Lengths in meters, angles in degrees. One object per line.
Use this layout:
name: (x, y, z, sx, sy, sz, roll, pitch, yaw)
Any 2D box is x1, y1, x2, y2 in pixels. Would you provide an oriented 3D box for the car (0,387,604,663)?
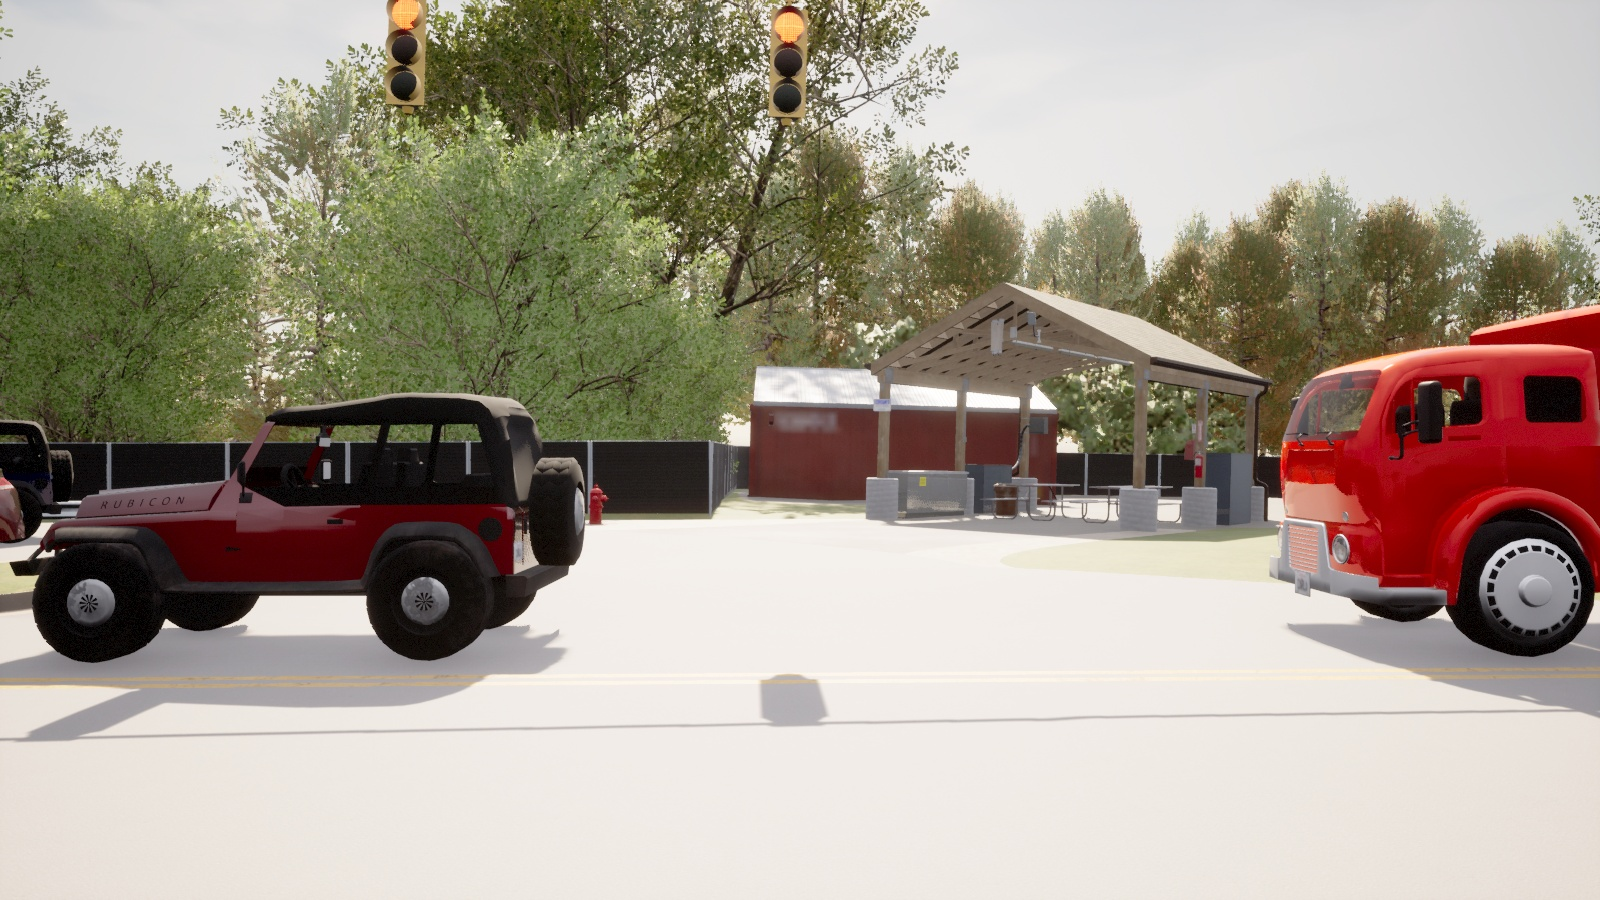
car: (-3.577, 0.518, 9.586, 3.866, 1.878, 1.905, 0, 0, 0)

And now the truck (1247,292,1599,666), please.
truck: (6.484, 0.191, 9.585, 5.204, 2.467, 2.627, 0, 0, 1)

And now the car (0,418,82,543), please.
car: (-13.277, 0.428, 19.139, 3.866, 1.878, 1.905, 1, 1, -36)

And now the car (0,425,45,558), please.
car: (-12.019, 0.471, 14.677, 2.152, 1.651, 5.027, 1, 0, 41)
